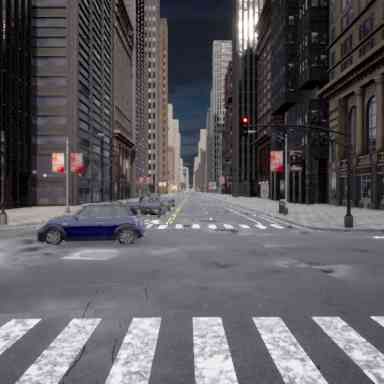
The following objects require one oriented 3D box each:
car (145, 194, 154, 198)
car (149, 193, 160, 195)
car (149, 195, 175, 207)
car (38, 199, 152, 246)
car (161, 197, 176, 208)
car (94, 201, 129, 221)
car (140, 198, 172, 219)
[{"bbox_3d":[-6.696,1.470,47.395,1.837,1.490,4.892,0,0,0],"label":"car"},{"bbox_3d":[-6.680,1.170,57.844,2.150,2.045,5.566,0,0,1],"label":"car"},{"bbox_3d":[-3.426,1.466,39.222,2.128,1.511,4.902,0,0,0],"label":"car"},{"bbox_3d":[-4.309,1.340,14.695,4.553,1.767,2.097,0,0,0],"label":"car"},{"bbox_3d":[-3.455,1.510,49.774,2.033,1.411,5.357,0,0,0],"label":"car"},{"bbox_3d":[-6.655,1.510,28.047,1.812,1.442,4.674,0,0,0],"label":"car"},{"bbox_3d":[-3.383,1.531,29.483,2.033,1.411,5.357,0,0,4],"label":"car"}]
